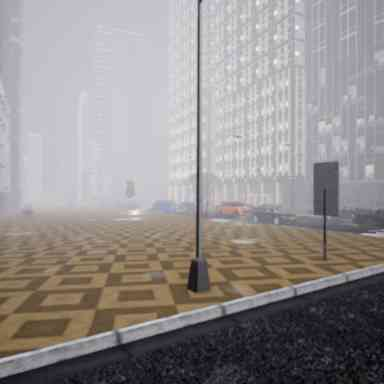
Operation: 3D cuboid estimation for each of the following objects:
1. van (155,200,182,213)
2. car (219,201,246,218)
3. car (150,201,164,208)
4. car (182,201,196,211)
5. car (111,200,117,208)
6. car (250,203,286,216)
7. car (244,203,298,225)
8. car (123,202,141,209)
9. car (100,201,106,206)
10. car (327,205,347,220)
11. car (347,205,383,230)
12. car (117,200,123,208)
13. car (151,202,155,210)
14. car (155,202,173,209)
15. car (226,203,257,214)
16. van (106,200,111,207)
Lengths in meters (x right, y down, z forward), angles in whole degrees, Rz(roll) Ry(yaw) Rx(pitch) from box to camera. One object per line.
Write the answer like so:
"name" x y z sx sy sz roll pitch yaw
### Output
"van" -3.370 1.997 46.371 1.690 1.788 3.998 -1 -1 -26
"car" 4.712 1.783 35.581 2.097 1.767 4.553 0 -1 -26
"car" -8.004 2.796 75.341 1.802 1.307 4.206 -1 -1 -26
"car" -0.850 2.297 54.367 1.837 1.490 4.892 0 -1 -24
"car" -15.556 2.722 71.710 1.887 1.381 4.507 -1 -1 -26
"car" 9.062 2.057 39.863 1.947 1.339 4.313 -1 -1 -26
"car" 6.386 1.806 26.094 2.008 1.369 4.403 -1 -1 -26
"car" -10.680 2.516 61.573 2.008 1.369 4.403 -1 -1 -26
"car" -22.869 3.043 86.914 1.887 1.381 4.507 -1 -1 -26
"car" 13.938 1.844 29.726 2.008 1.369 4.403 -1 -1 -26
"car" 12.642 1.675 20.200 2.033 1.411 5.357 0 -1 -32
"car" -13.045 2.593 66.489 1.752 1.417 4.829 -1 -1 -26
"car" -5.034 2.191 56.047 2.097 1.767 4.553 0 -1 -25
"car" -5.325 2.582 63.592 1.895 1.301 4.718 0 -1 -26
"car" 6.624 2.158 44.932 1.947 1.339 4.313 -1 -1 -26
"van" -17.998 2.625 76.779 1.690 1.788 3.998 -1 -1 -26
